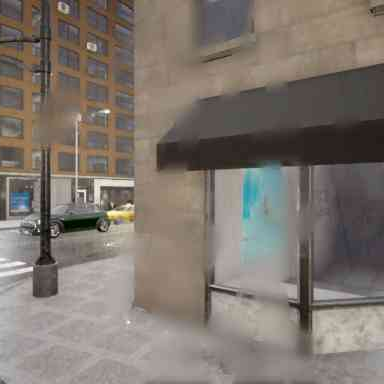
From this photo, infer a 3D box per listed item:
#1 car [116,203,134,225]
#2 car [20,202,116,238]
[{"bbox_3d":[-4.871,1.548,24.673,1.752,1.417,4.829,0,0,36],"label":"car"},{"bbox_3d":[-6.674,1.366,17.848,2.097,1.767,4.553,0,0,36],"label":"car"}]
